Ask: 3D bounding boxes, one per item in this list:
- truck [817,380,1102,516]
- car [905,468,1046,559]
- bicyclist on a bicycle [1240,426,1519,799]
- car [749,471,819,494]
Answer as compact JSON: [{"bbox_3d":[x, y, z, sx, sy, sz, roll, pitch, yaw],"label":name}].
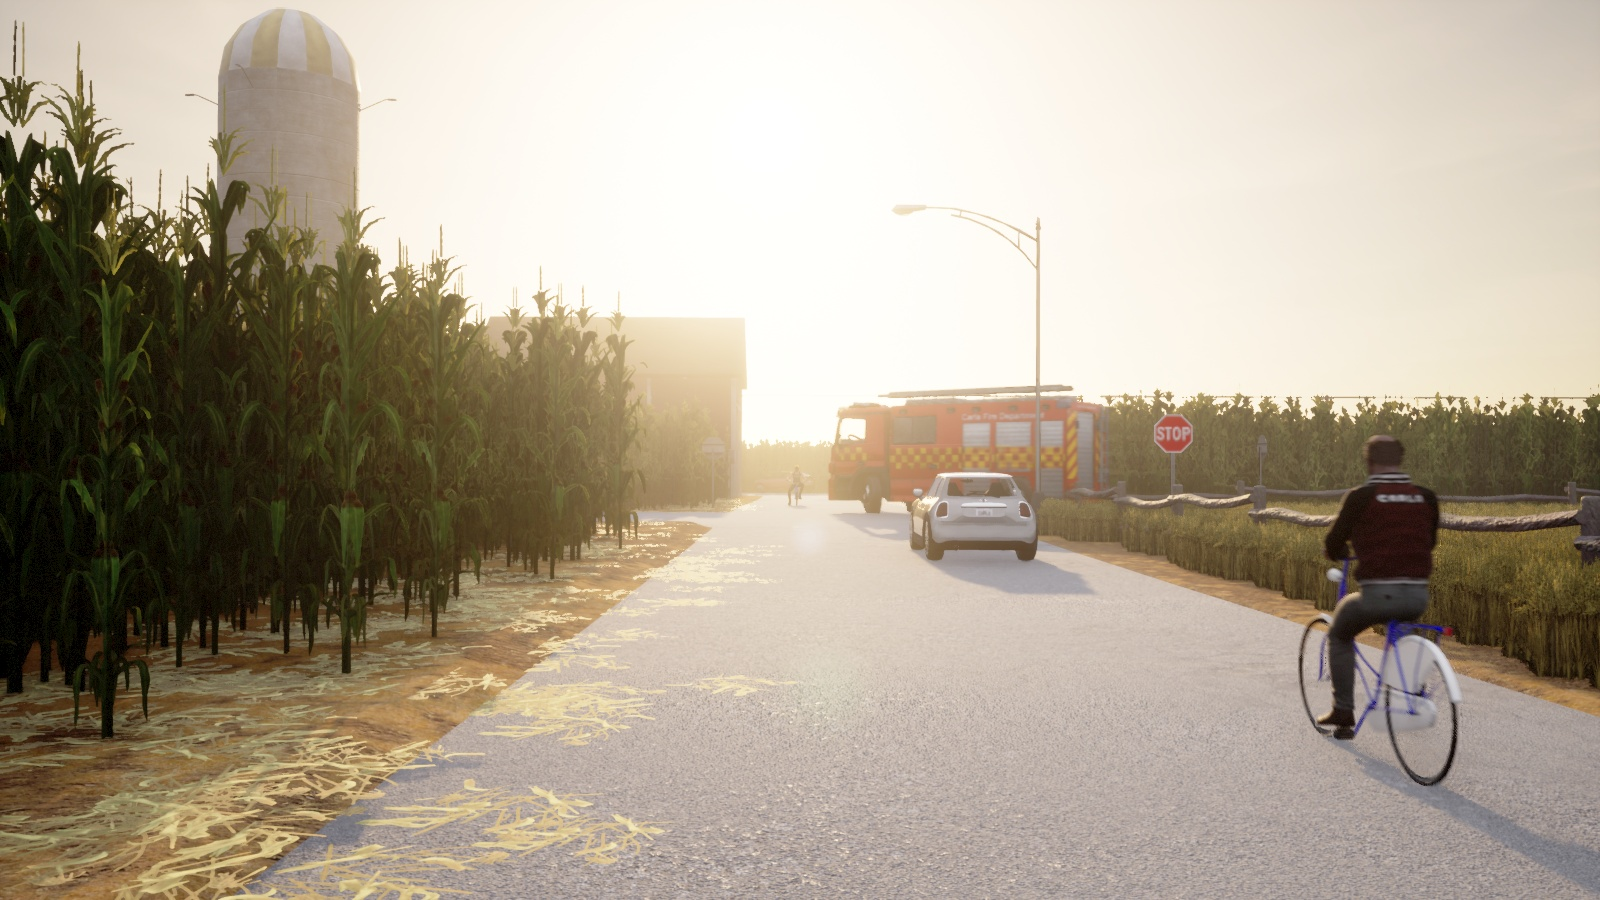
[{"bbox_3d":[4.798,0.041,39.088,8.468,3.827,2.891,-1,-1,38],"label":"truck"},{"bbox_3d":[3.041,1.071,22.544,1.970,1.475,3.806,0,-1,0],"label":"car"},{"bbox_3d":[3.088,0.785,6.915,0.659,1.776,1.843,0,-1,0],"label":"bicyclist on a bicycle"},{"bbox_3d":[-1.125,2.206,85.989,4.514,1.525,2.007,-1,-1,38],"label":"car"}]
